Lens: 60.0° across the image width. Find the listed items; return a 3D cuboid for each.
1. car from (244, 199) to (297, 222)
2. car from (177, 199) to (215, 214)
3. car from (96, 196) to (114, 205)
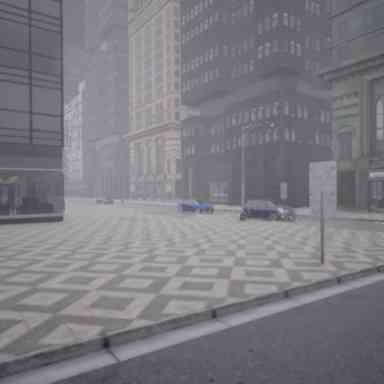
[{"bbox_3d":[6.233,1.377,26.959,2.097,1.767,4.553,-1,0,-35],"label":"car"},{"bbox_3d":[0.378,1.506,35.221,1.882,1.535,5.008,-1,1,-35],"label":"car"},{"bbox_3d":[-14.903,1.472,56.773,1.837,1.490,4.892,-1,1,-35],"label":"car"}]
